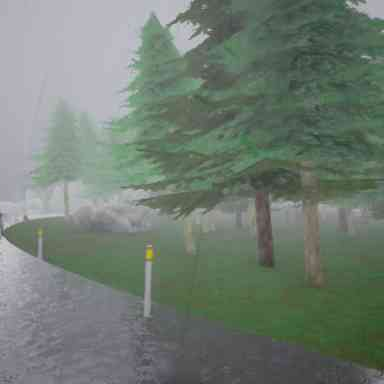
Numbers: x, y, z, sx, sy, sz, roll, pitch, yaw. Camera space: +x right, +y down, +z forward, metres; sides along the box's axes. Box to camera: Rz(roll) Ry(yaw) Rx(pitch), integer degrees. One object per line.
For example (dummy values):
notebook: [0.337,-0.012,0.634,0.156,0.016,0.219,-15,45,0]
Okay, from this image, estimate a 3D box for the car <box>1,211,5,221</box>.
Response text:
car: [-22.102,2.486,36.236,2.128,1.511,4.902,-3,-1,-10]
